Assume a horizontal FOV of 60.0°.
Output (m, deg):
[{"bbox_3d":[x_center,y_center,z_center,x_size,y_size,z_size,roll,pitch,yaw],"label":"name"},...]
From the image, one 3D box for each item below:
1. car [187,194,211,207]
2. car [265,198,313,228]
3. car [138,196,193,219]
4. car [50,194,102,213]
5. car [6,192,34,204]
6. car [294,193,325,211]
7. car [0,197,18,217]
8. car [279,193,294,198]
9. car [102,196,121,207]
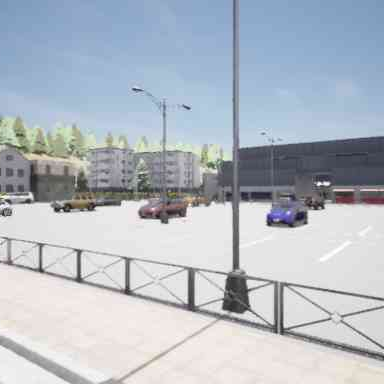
[{"bbox_3d":[0.544,1.154,46.562,2.152,1.636,5.027,0,0,35],"label":"car"},{"bbox_3d":[5.880,1.320,20.612,1.845,1.501,3.633,0,0,35],"label":"car"},{"bbox_3d":[-2.264,1.298,26.404,2.007,1.523,4.514,0,0,35],"label":"car"},{"bbox_3d":[-12.036,1.098,34.161,1.932,1.855,4.605,0,0,35],"label":"car"},{"bbox_3d":[-29.067,1.031,54.906,2.150,2.045,5.566,0,0,35],"label":"car"},{"bbox_3d":[13.615,1.097,37.854,1.932,1.855,4.605,0,0,35],"label":"car"},{"bbox_3d":[-16.890,1.362,27.209,1.970,1.475,3.806,0,0,35],"label":"car"},{"bbox_3d":[11.002,1.077,39.191,1.905,1.878,3.866,0,0,35],"label":"car"},{"bbox_3d":[-11.942,1.299,46.343,2.007,1.523,4.514,0,0,35],"label":"car"}]
